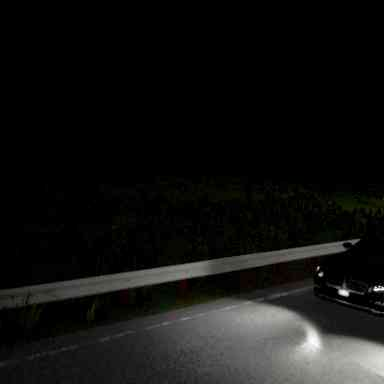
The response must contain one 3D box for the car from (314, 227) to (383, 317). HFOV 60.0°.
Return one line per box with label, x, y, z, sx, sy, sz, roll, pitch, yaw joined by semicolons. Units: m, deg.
car;4.627;1.501;7.057;4.892;1.490;1.837;1;0;-34
